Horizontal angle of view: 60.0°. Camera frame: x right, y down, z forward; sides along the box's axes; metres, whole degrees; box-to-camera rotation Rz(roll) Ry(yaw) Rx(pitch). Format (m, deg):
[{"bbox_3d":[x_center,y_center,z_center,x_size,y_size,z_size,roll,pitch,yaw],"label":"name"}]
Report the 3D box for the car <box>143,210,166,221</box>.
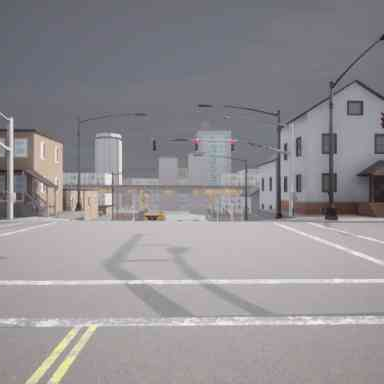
[{"bbox_3d":[-3.702,2.536,33.562,1.882,1.535,5.008,0,-9,1],"label":"car"}]
